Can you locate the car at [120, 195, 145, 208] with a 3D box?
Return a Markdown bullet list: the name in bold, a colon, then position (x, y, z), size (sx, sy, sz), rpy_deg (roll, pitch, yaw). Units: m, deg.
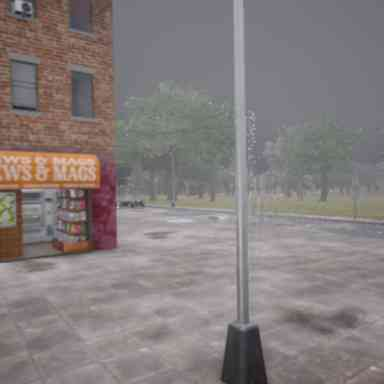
- **car**: position (-8.394, 1.264, 46.478), size (2.097, 1.767, 4.553), rpy_deg (-2, 1, -35)
